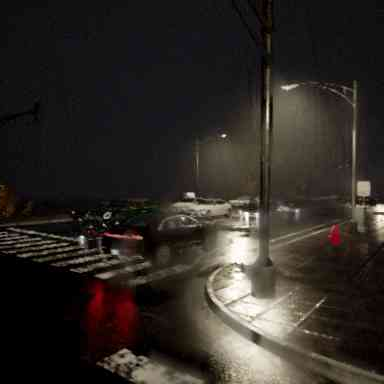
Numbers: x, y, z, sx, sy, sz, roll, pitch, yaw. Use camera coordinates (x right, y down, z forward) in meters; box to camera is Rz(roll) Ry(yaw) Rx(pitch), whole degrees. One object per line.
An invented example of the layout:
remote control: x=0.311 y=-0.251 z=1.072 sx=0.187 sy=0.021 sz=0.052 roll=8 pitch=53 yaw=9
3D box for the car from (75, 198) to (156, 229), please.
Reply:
car: x=-3.786 y=1.142 z=18.560 sx=2.097 sy=1.767 sz=4.553 roll=1 pitch=1 yaw=35

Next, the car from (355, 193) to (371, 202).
car: x=30.219 y=0.915 z=58.728 sx=1.837 sy=1.490 sz=4.892 roll=1 pitch=1 yaw=37

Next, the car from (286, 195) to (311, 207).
car: x=13.177 y=1.148 z=41.469 sx=1.895 sy=1.301 sz=4.718 roll=1 pitch=1 yaw=37

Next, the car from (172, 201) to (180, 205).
car: x=-0.057 y=1.167 z=29.130 sx=1.812 sy=1.442 sz=4.674 roll=1 pitch=1 yaw=37

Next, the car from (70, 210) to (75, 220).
car: x=-5.498 y=1.321 z=21.788 sx=1.895 sy=1.301 sz=4.718 roll=1 pitch=1 yaw=34

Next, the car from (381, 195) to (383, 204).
car: x=28.411 y=1.089 z=50.831 sx=1.994 sy=1.385 sz=4.181 roll=1 pitch=1 yaw=36

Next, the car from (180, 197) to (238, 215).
car: x=1.410 y=1.239 z=25.645 sx=1.812 sy=1.442 sz=4.674 roll=1 pitch=1 yaw=36

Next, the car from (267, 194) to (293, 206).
car: x=12.041 y=0.997 z=45.367 sx=1.812 sy=1.442 sz=4.674 roll=1 pitch=1 yaw=38

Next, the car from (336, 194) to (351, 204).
car: x=22.365 y=0.994 z=48.129 sx=1.882 sy=1.535 sz=5.008 roll=1 pitch=1 yaw=37

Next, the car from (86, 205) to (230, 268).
car: x=-0.846 y=1.430 z=11.314 sx=2.128 sy=1.511 sz=4.902 roll=1 pitch=1 yaw=32

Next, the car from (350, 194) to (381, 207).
car: x=22.218 y=1.101 z=42.473 sx=2.128 sy=1.511 sz=4.902 roll=1 pitch=1 yaw=36

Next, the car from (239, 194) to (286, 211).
car: x=7.198 y=1.178 z=33.462 sx=2.033 sy=1.411 sz=5.357 roll=1 pitch=1 yaw=36
